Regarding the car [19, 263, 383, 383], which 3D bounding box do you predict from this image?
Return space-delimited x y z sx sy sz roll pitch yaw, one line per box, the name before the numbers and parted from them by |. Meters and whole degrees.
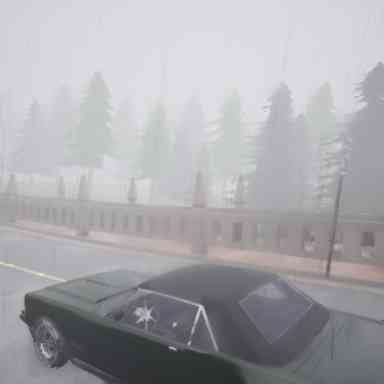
car | -0.073 1.593 4.045 4.718 1.301 1.895 0 0 35
